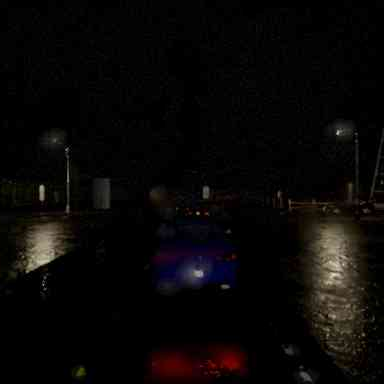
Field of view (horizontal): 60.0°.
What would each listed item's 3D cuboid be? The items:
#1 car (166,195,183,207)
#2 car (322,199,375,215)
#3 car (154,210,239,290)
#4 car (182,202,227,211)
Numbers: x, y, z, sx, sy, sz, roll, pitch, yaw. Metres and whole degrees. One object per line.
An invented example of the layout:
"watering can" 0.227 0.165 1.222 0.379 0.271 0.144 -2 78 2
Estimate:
"car" -2.812 1.597 51.278 1.994 1.385 4.181 0 0 0
"car" 15.669 1.455 33.387 4.892 1.490 1.837 0 1 2
"car" 0.105 1.488 9.153 1.882 1.535 5.008 0 0 0
"car" 1.318 1.573 25.857 2.033 1.411 5.357 0 0 21
